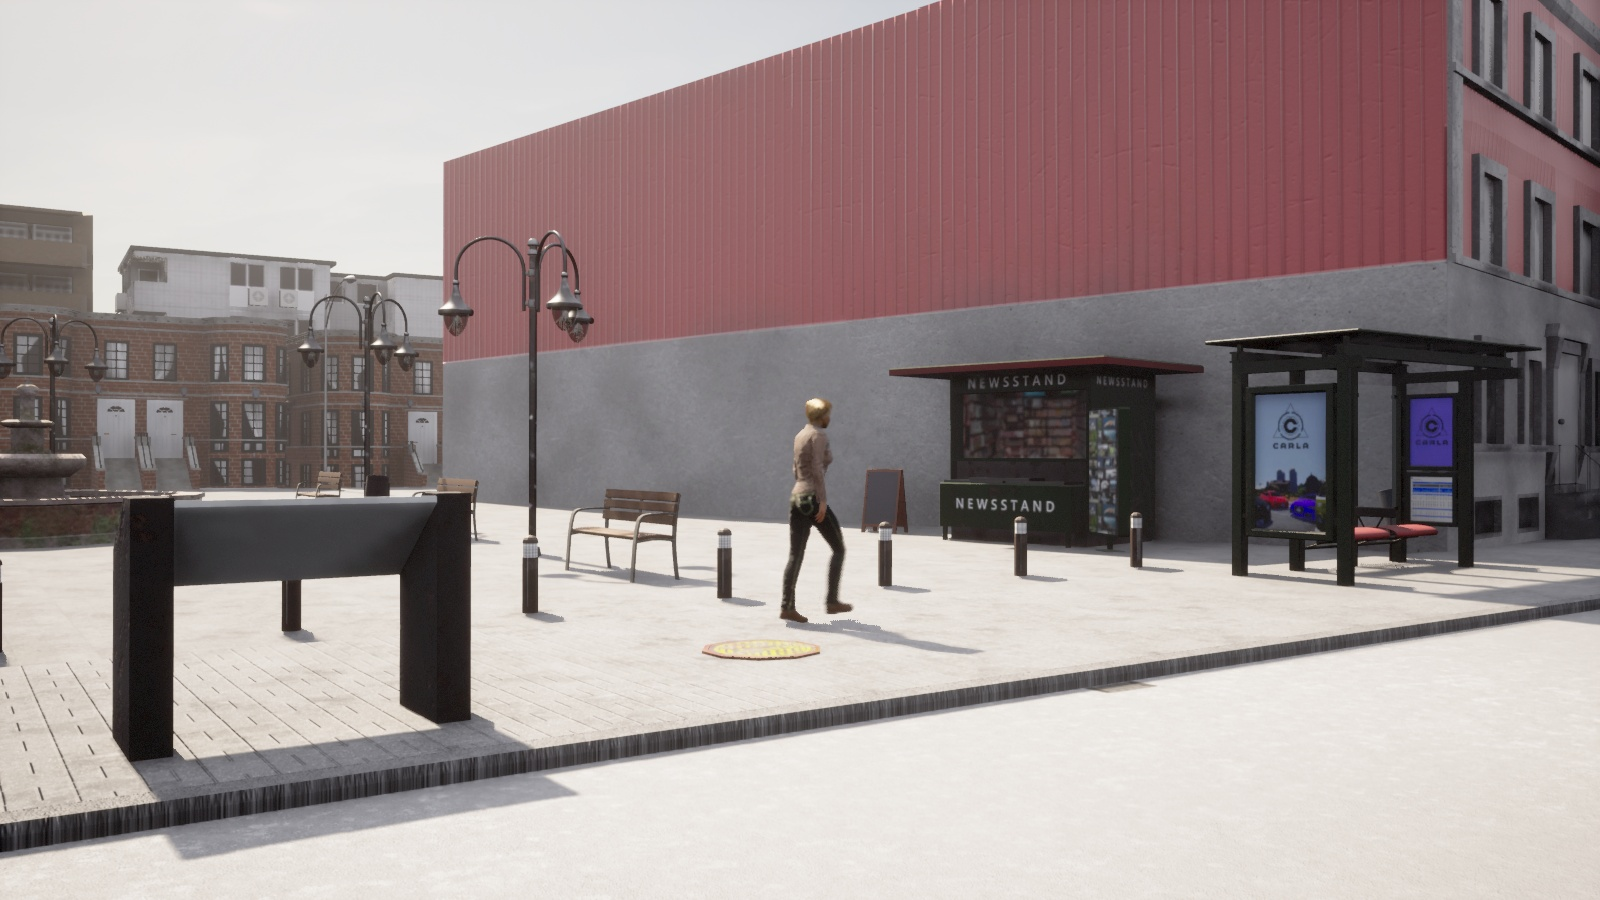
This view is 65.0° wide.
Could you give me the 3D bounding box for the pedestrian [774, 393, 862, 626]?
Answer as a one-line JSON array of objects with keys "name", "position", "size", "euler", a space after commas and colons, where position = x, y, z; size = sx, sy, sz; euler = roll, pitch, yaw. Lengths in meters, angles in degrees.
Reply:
[{"name": "pedestrian", "position": [0.146, 0.470, 10.232], "size": [0.634, 1.846, 0.331], "euler": [0, 0, -31]}]
